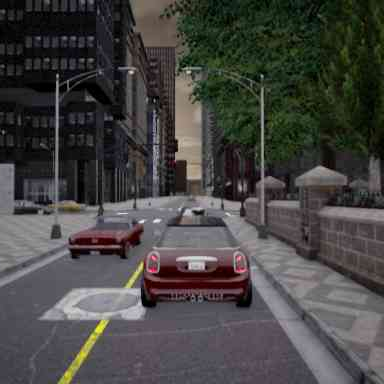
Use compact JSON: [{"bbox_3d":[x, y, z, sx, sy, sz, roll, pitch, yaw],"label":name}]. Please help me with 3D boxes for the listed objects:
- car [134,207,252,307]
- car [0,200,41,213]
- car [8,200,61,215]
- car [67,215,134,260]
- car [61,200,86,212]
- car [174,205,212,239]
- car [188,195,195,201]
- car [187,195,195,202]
[{"bbox_3d":[0.081,1.346,8.101,2.097,1.767,4.553,0,0,0],"label":"car"},{"bbox_3d":[-20.194,1.660,38.698,4.403,1.369,2.008,0,-1,0],"label":"car"},{"bbox_3d":[-14.701,1.480,30.156,4.403,1.369,2.008,0,-1,0],"label":"car"},{"bbox_3d":[-3.025,1.594,12.572,1.895,1.301,4.718,0,0,0],"label":"car"},{"bbox_3d":[-14.852,1.627,38.680,4.829,1.417,1.752,0,-1,0],"label":"car"},{"bbox_3d":[0.059,1.518,18.228,1.812,1.442,4.674,0,0,0],"label":"car"},{"bbox_3d":[-0.193,1.598,90.140,1.812,1.442,4.674,0,0,0],"label":"car"},{"bbox_3d":[-0.170,1.631,79.721,2.033,1.411,5.357,0,0,0],"label":"car"}]
